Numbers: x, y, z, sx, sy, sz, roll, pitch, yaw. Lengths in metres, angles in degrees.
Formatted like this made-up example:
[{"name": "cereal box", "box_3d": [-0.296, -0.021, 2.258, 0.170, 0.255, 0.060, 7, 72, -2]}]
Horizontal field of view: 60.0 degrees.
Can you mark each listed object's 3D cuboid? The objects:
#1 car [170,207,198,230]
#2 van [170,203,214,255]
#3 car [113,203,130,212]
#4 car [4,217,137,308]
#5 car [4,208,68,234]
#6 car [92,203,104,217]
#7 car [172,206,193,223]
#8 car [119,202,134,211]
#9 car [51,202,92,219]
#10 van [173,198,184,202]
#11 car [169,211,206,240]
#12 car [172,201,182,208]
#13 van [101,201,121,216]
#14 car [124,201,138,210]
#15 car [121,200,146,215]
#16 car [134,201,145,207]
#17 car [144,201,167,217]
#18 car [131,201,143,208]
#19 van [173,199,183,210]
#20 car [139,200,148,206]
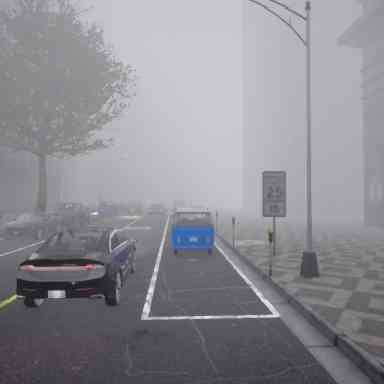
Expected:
[{"name": "car", "box_3d": [-0.643, 1.900, 24.846, 1.887, 1.381, 4.507, 0, -1, -3]}, {"name": "van", "box_3d": [-0.044, 1.538, 14.041, 1.690, 1.788, 3.998, 0, -1, -3]}, {"name": "car", "box_3d": [-10.596, 2.304, 50.422, 1.947, 1.339, 4.313, 0, -1, -3]}, {"name": "car", "box_3d": [-2.492, 1.603, 8.220, 2.128, 1.511, 4.902, 0, -1, -3]}, {"name": "car", "box_3d": [-8.843, 1.808, 18.741, 1.887, 1.381, 4.507, 0, -1, -3]}, {"name": "car", "box_3d": [-9.428, 1.971, 29.302, 2.008, 1.369, 4.403, 0, -1, -3]}, {"name": "car", "box_3d": [-0.942, 2.018, 30.251, 1.802, 1.307, 4.206, 0, -1, -3]}, {"name": "car", "box_3d": [-10.879, 2.342, 55.534, 1.752, 1.417, 4.829, 0, -1, -3]}, {"name": "car", "box_3d": [-9.135, 1.656, 24.025, 2.192, 1.841, 5.009, 0, -1, -3]}, {"name": "van", "box_3d": [-1.838, 2.021, 46.467, 1.690, 1.788, 3.998, 0, -1, -3]}, {"name": "car", "box_3d": [-0.344, 1.842, 19.442, 1.947, 1.339, 4.313, 0, -1, -3]}, {"name": "car", "box_3d": [-3.035, 2.577, 68.081, 1.947, 1.339, 4.313, 0, -1, -3]}, {"name": "van", "box_3d": [-10.011, 1.919, 39.865, 1.690, 1.788, 3.998, 0, -1, -3]}, {"name": "car", "box_3d": [-11.180, 2.451, 60.983, 2.008, 1.369, 4.403, 0, -1, -3]}, {"name": "car", "box_3d": [-7.432, 2.121, 43.197, 2.128, 1.511, 4.902, 0, -1, -3]}, {"name": "car", "box_3d": [-12.026, 2.682, 76.275, 1.887, 1.381, 4.507, 0, -1, -3]}, {"name": "car", "box_3d": [-4.149, 2.117, 39.183, 2.033, 1.411, 5.357, 0, -1, -3]}, {"name": "car", "box_3d": [-11.726, 2.603, 70.839, 2.008, 1.369, 4.403, 0, -1, -3]}, {"name": "van", "box_3d": [-2.437, 2.186, 57.276, 1.690, 1.788, 3.998, 0, -1, -3]}, {"name": "car", "box_3d": [-12.628, 2.858, 87.146, 2.008, 1.369, 4.403, 0, -1, -3]}]
